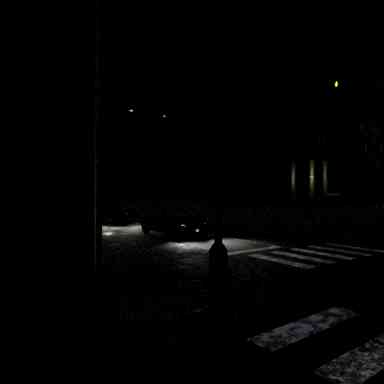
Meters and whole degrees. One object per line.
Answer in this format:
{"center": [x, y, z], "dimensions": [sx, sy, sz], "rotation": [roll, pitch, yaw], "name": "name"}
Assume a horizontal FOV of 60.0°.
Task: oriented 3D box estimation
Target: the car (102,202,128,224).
{"center": [-6.488, 1.484, 24.990], "dimensions": [1.882, 1.535, 5.008], "rotation": [0, 0, -36], "name": "car"}

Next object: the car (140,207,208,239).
{"center": [-1.108, 1.530, 17.529], "dimensions": [1.812, 1.442, 4.674], "rotation": [0, 0, -36], "name": "car"}
